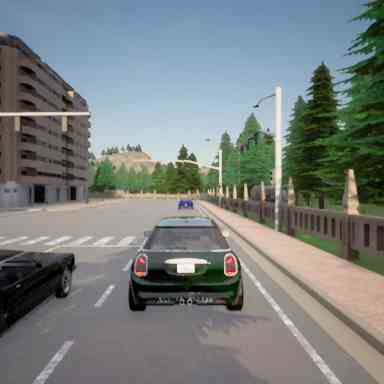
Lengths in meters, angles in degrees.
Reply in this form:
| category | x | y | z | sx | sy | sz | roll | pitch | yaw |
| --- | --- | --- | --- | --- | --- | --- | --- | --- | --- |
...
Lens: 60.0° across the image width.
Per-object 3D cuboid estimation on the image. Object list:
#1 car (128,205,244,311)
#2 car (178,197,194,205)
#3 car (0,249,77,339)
| category | x | y | z | sx | sy | sz | roll | pitch | yaw |
| --- | --- | --- | --- | --- | --- | --- | --- | --- | --- |
| car | -0.118 | 1.348 | 7.911 | 2.097 | 1.767 | 4.553 | 0 | 0 | 0 |
| car | -0.822 | 1.456 | 44.279 | 1.882 | 1.535 | 5.008 | 0 | 0 | -1 |
| car | -3.537 | 1.598 | 5.544 | 1.895 | 1.301 | 4.718 | 0 | 0 | -1 |
